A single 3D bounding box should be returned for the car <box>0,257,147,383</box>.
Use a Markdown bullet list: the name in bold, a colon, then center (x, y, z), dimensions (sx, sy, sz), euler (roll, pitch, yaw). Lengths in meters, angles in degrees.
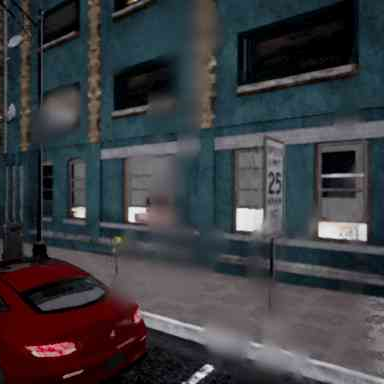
- **car**: center (-2.481, 1.596, 4.635), dimensions (4.206, 1.307, 1.802), euler (0, 0, 35)
